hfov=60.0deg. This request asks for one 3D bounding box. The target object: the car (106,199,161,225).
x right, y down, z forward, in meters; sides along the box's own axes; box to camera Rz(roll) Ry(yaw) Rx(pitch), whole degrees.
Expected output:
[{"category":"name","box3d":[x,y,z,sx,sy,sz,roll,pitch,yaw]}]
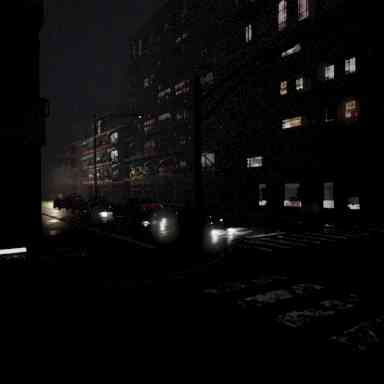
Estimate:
[{"category":"car","box3d":[-4.343,1.510,24.224,1.887,1.381,4.507,-1,1,-35]}]

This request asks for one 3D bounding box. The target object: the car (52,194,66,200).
[{"category":"car","box3d":[-31.458,1.125,78.611,2.008,1.369,4.403,-1,1,-35]}]

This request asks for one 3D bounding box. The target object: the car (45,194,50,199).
[{"category":"car","box3d":[-34.777,1.076,83.431,1.752,1.417,4.829,-1,1,-35]}]

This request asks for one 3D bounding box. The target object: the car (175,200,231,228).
[{"category":"car","box3d":[0.649,1.508,21.767,1.994,1.385,4.181,-1,1,-34]}]

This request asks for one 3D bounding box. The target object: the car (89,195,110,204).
[{"category":"car","box3d":[-15.442,1.218,55.348,1.752,1.417,4.829,-1,1,-35]}]

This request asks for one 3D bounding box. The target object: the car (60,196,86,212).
[{"category":"car","box3d":[-12.579,1.449,36.414,2.008,1.369,4.403,-1,1,-35]}]

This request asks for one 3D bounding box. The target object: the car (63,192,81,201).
[{"category":"car","box3d":[-25.015,0.936,69.248,2.192,1.841,5.009,-1,1,-35]}]

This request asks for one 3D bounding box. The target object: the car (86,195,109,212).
[{"category":"car","box3d":[-9.845,1.426,37.017,1.994,1.385,4.181,-1,1,-35]}]

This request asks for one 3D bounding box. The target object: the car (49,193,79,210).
[{"category":"car","box3d":[-15.802,1.313,41.094,1.967,1.590,4.097,-1,1,-35]}]

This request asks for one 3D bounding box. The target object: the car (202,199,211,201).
[{"category":"car","box3d":[0.849,1.360,31.868,1.887,1.381,4.507,-1,1,-35]}]

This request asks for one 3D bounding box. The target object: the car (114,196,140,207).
[{"category":"car","box3d":[-8.998,1.267,45.987,1.752,1.417,4.829,-1,1,-35]}]

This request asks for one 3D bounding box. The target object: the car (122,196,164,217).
[{"category":"car","box3d":[-4.248,1.258,28.872,2.097,1.767,4.553,-1,1,-35]}]

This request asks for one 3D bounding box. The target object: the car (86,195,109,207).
[{"category":"car","box3d":[-13.794,1.268,48.293,1.837,1.490,4.892,-1,1,-34]}]
